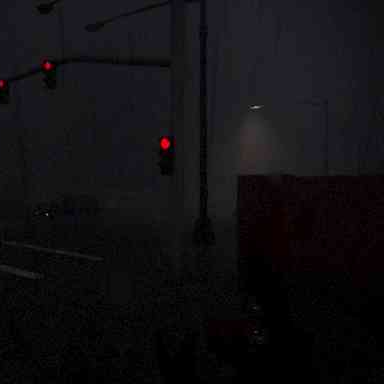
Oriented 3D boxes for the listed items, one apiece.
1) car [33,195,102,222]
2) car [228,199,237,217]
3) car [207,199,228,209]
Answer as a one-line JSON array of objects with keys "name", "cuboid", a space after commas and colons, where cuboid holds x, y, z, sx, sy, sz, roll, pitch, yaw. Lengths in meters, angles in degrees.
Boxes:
[{"name": "car", "cuboid": [-10.077, 1.239, 27.395, 2.150, 2.045, 5.566, 0, 0, 36]}, {"name": "car", "cuboid": [5.647, 1.361, 30.928, 2.097, 1.767, 4.553, 0, 0, 36]}, {"name": "car", "cuboid": [4.118, 1.618, 47.041, 1.895, 1.301, 4.718, 0, 0, 36]}]
